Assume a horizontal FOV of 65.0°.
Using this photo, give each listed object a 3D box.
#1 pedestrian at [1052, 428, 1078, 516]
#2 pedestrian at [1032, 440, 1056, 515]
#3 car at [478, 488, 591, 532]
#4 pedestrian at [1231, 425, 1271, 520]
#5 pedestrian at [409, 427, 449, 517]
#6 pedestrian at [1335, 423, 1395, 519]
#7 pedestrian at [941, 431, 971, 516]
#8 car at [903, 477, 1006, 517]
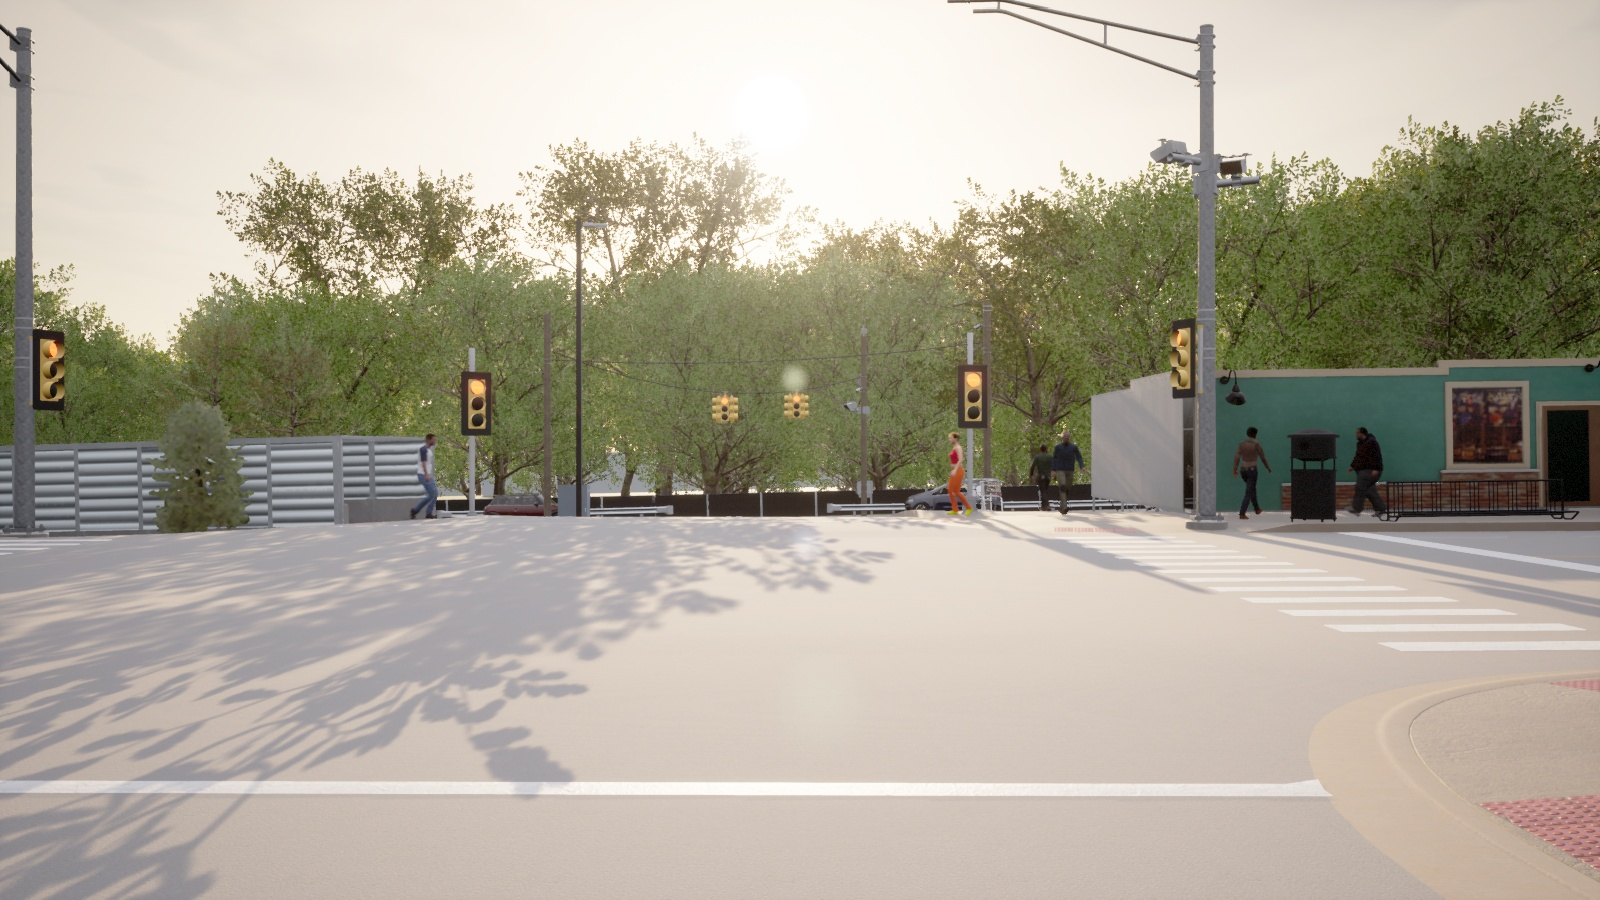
[{"bbox_3d":[5.621,0.461,26.638,0.402,1.842,0.726,0,0,2],"label":"pedestrian"},{"bbox_3d":[6.347,0.706,32.672,0.423,1.949,0.788,0,0,-5],"label":"pedestrian"},{"bbox_3d":[-12.076,2.724,57.305,4.553,1.767,2.097,-2,0,6],"label":"car"},{"bbox_3d":[8.747,0.430,24.347,0.869,1.805,0.328,0,0,-39],"label":"pedestrian"},{"bbox_3d":[-7.607,0.456,25.750,0.706,1.836,0.354,0,0,0],"label":"pedestrian"},{"bbox_3d":[10.969,0.402,24.387,0.899,1.844,0.634,0,0,6],"label":"pedestrian"},{"bbox_3d":[3.395,0.501,27.347,0.594,1.836,0.345,0,0,-8],"label":"pedestrian"},{"bbox_3d":[7.189,2.190,58.496,4.611,1.667,2.242,-2,0,8],"label":"car"}]
